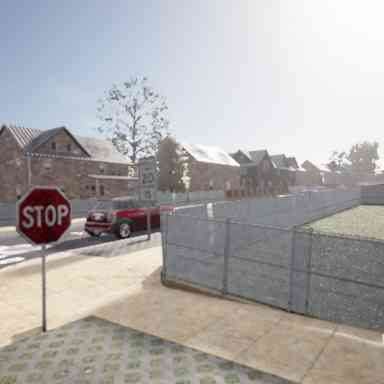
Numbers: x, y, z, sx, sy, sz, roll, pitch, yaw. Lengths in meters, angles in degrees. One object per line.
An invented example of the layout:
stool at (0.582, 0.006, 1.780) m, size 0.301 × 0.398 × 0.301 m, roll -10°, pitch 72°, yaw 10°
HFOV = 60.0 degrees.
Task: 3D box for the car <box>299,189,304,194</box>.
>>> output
car at (16.078, 0.025, 45.449) m, size 1.994 × 1.385 × 4.181 m, roll -2°, pitch 1°, yaw 36°

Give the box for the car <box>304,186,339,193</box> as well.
car at (15.784, 0.087, 40.318) m, size 2.033 × 1.411 × 5.357 m, roll -2°, pitch 1°, yaw 37°

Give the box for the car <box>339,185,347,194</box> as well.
car at (21.746, -0.260, 48.518) m, size 2.033 × 1.411 × 5.357 m, roll -2°, pitch 1°, yaw 36°

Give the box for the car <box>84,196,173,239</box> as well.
car at (-2.613, 1.003, 15.397) m, size 2.097 × 1.767 × 4.553 m, roll -2°, pitch 1°, yaw 36°
